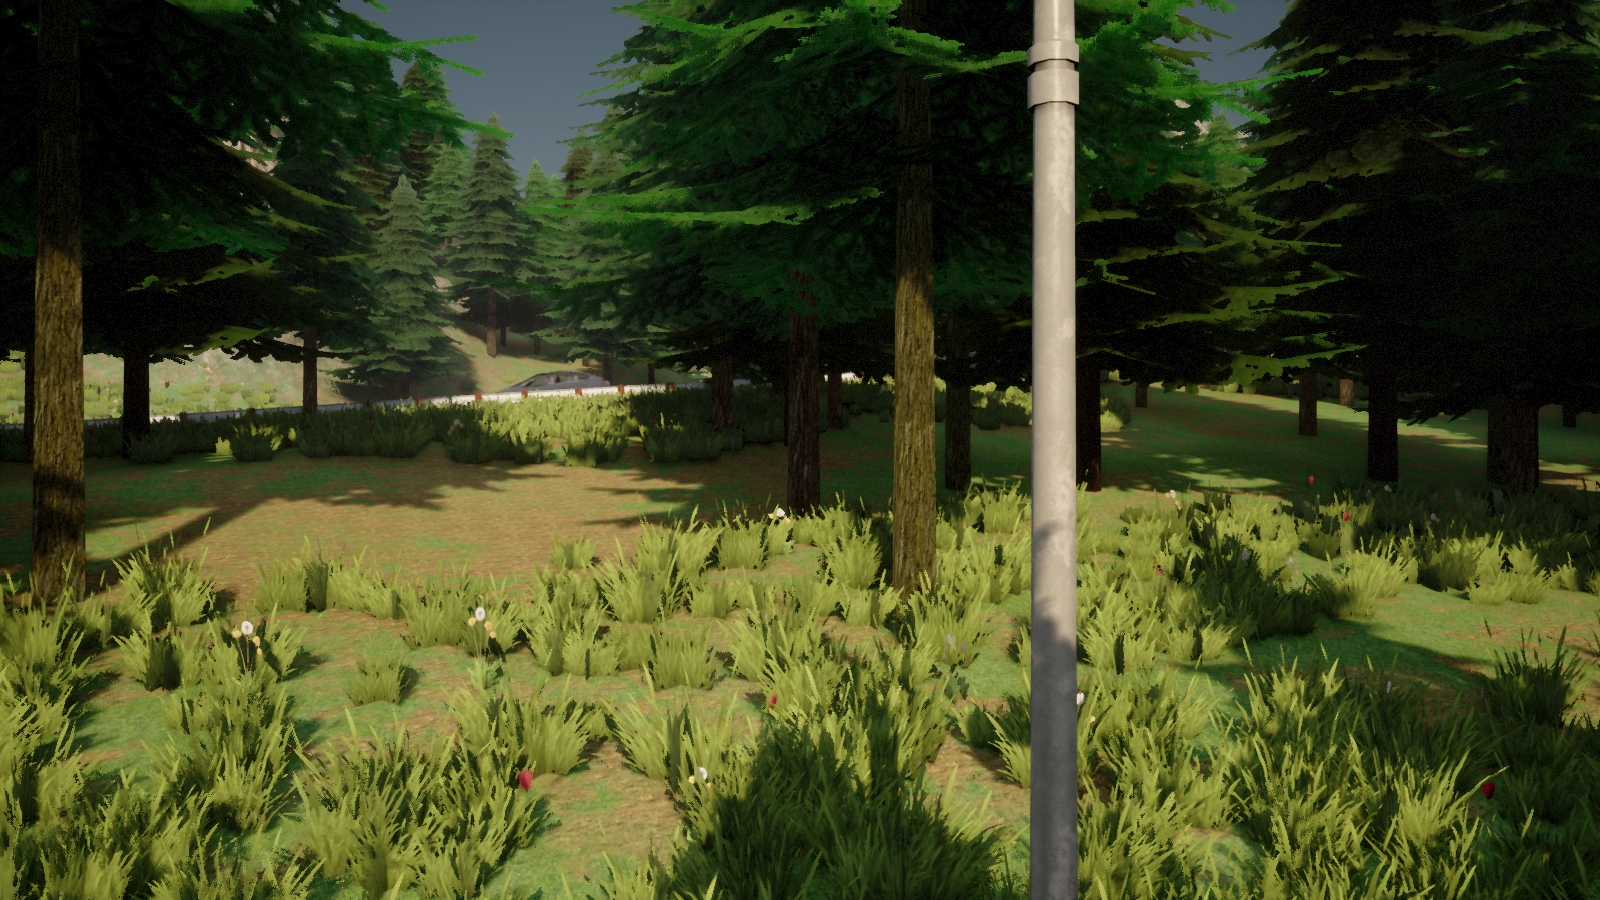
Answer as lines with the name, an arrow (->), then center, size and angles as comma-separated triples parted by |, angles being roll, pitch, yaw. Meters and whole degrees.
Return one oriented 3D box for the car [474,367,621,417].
car -> -9.302, -2.138, 42.145 | 4.792, 1.488, 2.163 | -5, 2, -26
